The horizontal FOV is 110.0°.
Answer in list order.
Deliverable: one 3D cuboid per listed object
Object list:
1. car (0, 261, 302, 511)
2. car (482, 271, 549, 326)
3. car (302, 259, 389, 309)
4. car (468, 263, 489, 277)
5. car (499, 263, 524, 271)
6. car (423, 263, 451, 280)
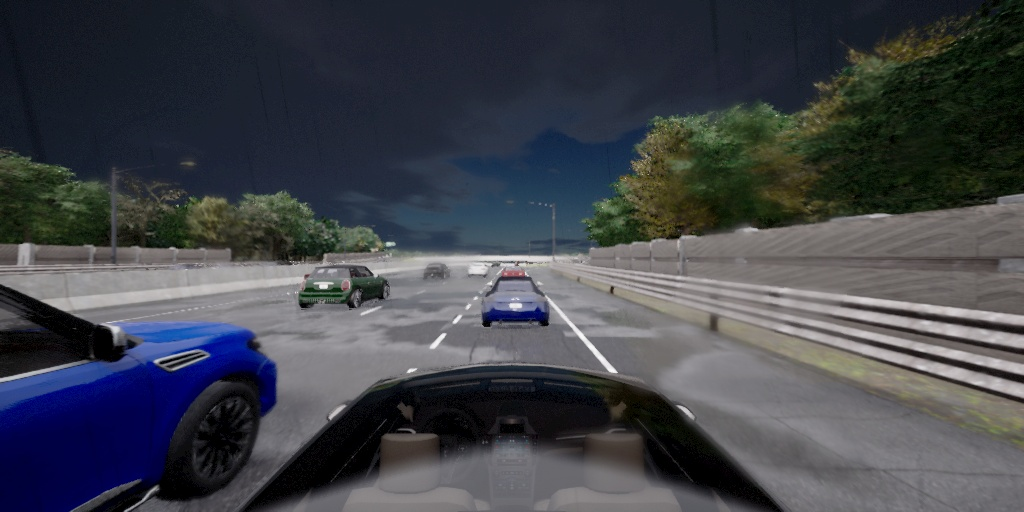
[{"bbox_3d":[-3.501,0.970,1.314,2.150,2.045,5.566,0,0,0],"label":"car"},{"bbox_3d":[0.102,1.345,11.860,1.994,1.385,4.181,0,0,0],"label":"car"},{"bbox_3d":[-6.898,1.151,15.248,2.097,1.767,4.553,0,0,0],"label":"car"},{"bbox_3d":[-3.493,1.442,37.997,1.812,1.442,4.674,0,0,0],"label":"car"},{"bbox_3d":[0.111,1.479,30.707,1.895,1.301,4.718,0,0,0],"label":"car"},{"bbox_3d":[-6.894,1.398,33.401,1.837,1.490,4.892,0,0,0],"label":"car"}]
